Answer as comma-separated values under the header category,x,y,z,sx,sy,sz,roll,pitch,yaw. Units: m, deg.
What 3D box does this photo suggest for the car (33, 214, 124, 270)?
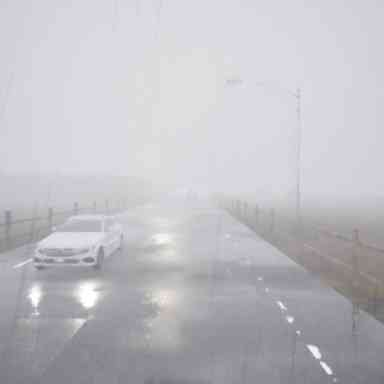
category,x,y,z,sx,sy,sz,roll,pitch,yaw
car,-3.499,1.501,11.130,1.812,1.442,4.674,0,1,0

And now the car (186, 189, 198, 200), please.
category,x,y,z,sx,sy,sz,roll,pitch,yaw
car,0.010,0.645,59.908,2.033,1.411,5.357,0,2,0

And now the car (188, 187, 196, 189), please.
category,x,y,z,sx,sy,sz,roll,pitch,yaw
car,0.012,-0.111,70.250,2.150,2.045,5.566,0,2,0
